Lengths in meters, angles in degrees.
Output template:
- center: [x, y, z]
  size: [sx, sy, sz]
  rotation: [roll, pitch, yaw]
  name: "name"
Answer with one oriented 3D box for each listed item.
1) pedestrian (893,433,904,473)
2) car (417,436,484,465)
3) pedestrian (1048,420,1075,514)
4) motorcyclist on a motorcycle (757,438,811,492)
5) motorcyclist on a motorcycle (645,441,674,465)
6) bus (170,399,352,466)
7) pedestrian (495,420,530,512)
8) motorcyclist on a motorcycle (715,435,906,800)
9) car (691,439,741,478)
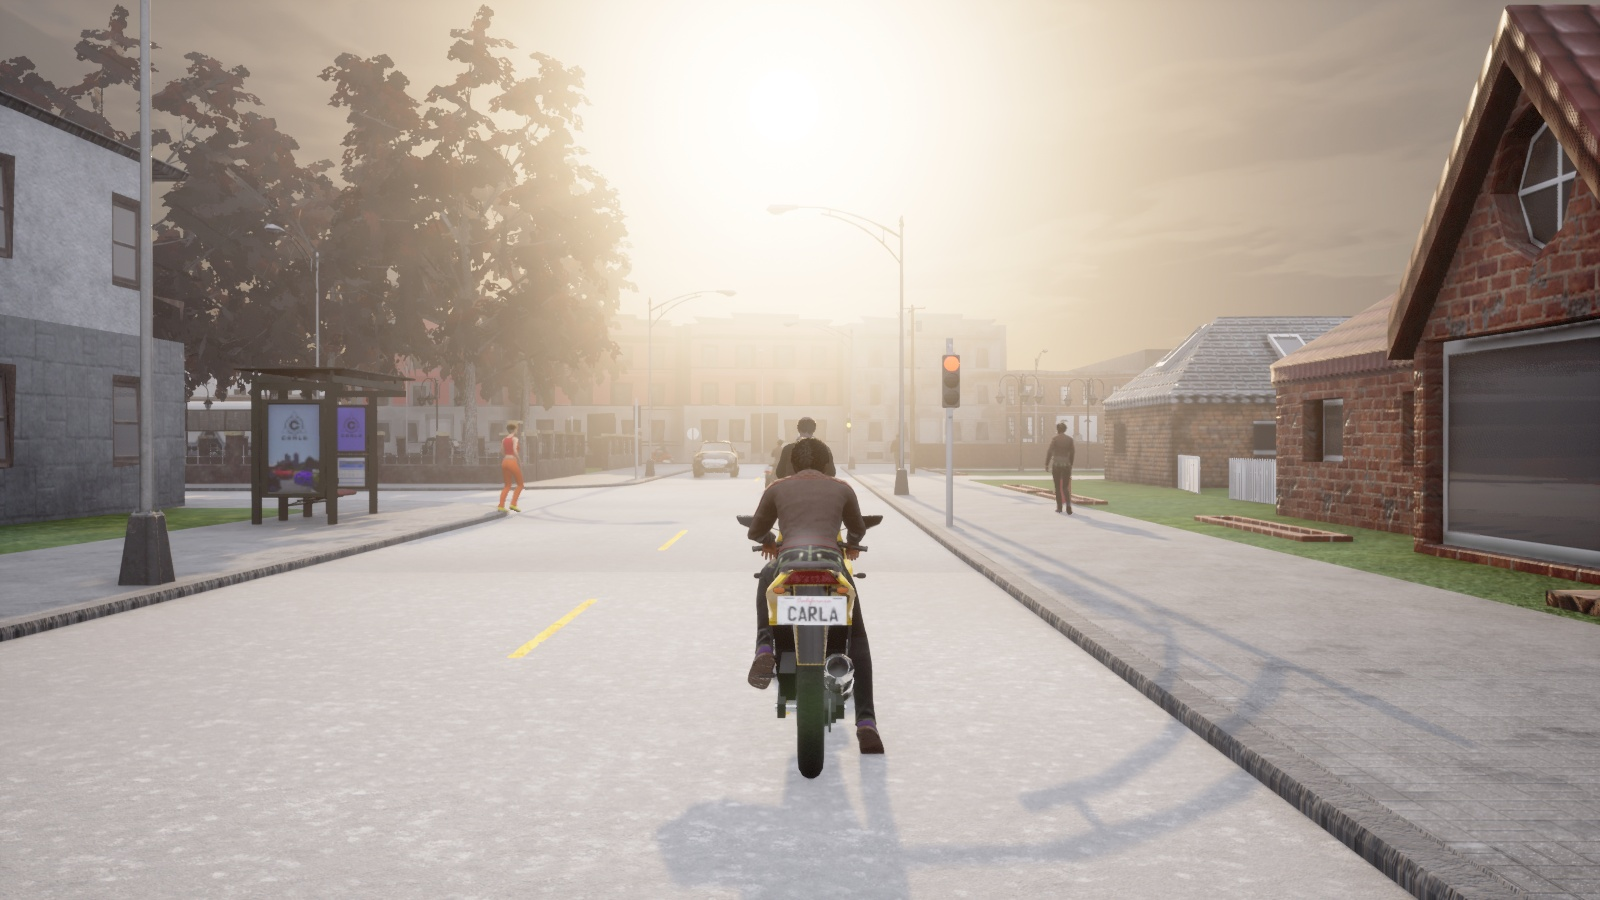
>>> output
- center: [4.528, 0.132, 57.824]
  size: [0.431, 1.840, 0.703]
  rotation: [0, 0, 13]
  name: "pedestrian"
- center: [-22.915, 0.058, 82.453]
  size: [3.866, 1.878, 1.905]
  rotation: [0, 0, 1]
  name: "car"
- center: [5.129, 0.321, 24.668]
  size: [0.328, 1.805, 0.869]
  rotation: [0, 0, -2]
  name: "pedestrian"
- center: [-0.475, 0.473, 39.609]
  size: [0.766, 1.649, 2.350]
  rotation: [-1, 0, 24]
  name: "motorcyclist on a motorcycle"
- center: [-9.612, 0.206, 86.181]
  size: [1.817, 1.590, 0.866]
  rotation: [0, 1, 6]
  name: "motorcyclist on a motorcycle"
- center: [-35.270, -1.124, 82.490]
  size: [10.273, 4.253, 3.944]
  rotation: [0, 0, 1]
  name: "bus"
- center: [-5.803, 0.310, 25.351]
  size: [0.345, 1.836, 0.594]
  rotation: [0, 0, 36]
  name: "pedestrian"
- center: [0.049, 0.693, 6.256]
  size: [0.797, 1.523, 2.044]
  rotation: [0, 0, 0]
  name: "motorcyclist on a motorcycle"
- center: [-3.748, 0.354, 56.532]
  size: [2.033, 1.649, 4.856]
  rotation: [0, 0, -1]
  name: "car"
